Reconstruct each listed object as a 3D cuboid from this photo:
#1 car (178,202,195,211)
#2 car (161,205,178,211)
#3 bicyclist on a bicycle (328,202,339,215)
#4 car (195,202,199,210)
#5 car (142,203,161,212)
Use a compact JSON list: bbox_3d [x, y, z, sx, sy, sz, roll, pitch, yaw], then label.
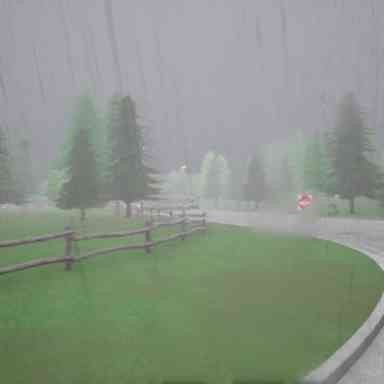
[{"bbox_3d":[-1.793,3.220,70.747,2.128,1.511,4.902,0,-1,-20],"label":"car"},{"bbox_3d":[-5.092,3.300,69.580,1.895,1.301,4.718,0,-1,-20],"label":"car"},{"bbox_3d":[17.323,2.069,40.717,1.656,1.620,0.582,0,-1,-20],"label":"bicyclist on a bicycle"},{"bbox_3d":[0.012,3.152,75.976,2.097,1.767,4.553,0,-1,-20],"label":"car"},{"bbox_3d":[-8.390,3.313,68.421,1.895,1.301,4.718,0,-1,-20],"label":"car"}]
